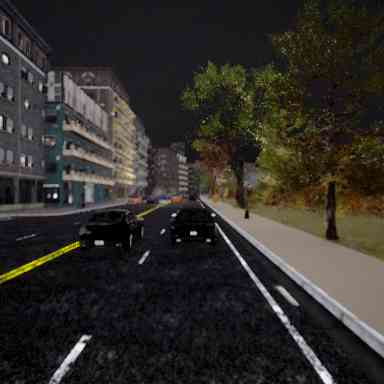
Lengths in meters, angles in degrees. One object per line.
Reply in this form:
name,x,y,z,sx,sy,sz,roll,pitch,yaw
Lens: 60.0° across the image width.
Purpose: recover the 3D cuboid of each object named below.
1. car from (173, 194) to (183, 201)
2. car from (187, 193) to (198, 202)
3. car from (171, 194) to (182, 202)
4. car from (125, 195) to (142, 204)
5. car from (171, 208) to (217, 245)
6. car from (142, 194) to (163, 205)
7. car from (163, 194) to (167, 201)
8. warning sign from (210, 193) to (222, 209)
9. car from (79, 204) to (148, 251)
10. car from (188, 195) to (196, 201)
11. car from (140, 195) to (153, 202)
car,-3.260,1.310,79.411,2.128,1.511,4.902,0,0,0
car,-0.009,1.377,68.990,1.837,1.490,4.892,0,0,0
car,-3.259,1.232,69.376,2.097,1.767,4.553,0,0,0
car,-9.814,1.254,55.721,2.097,1.767,4.553,0,0,0
car,0.074,1.449,15.361,1.882,1.535,5.008,0,0,0
car,-6.561,1.449,55.640,2.033,1.411,5.357,0,0,1
car,-6.509,1.218,71.969,1.882,1.535,5.008,0,0,0
warning sign,2.836,1.044,39.346,1.300,1.860,1.060,-1,0,0
car,-3.182,1.481,13.904,1.837,1.490,4.892,0,1,0
car,-0.010,1.338,79.412,1.994,1.385,4.181,0,0,0
car,-9.758,1.280,71.971,2.033,1.411,5.357,0,0,0
